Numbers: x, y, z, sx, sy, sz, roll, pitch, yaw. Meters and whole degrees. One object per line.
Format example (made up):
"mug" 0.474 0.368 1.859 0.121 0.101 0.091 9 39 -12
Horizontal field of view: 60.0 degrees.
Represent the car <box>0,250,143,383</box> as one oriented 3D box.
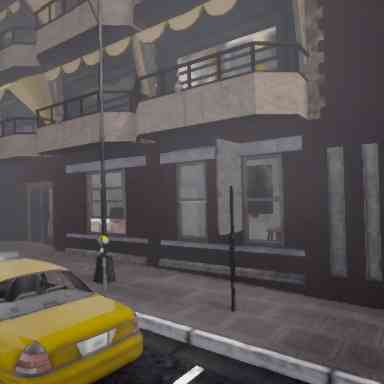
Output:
"car" -2.862 1.527 4.788 4.829 1.417 1.752 0 -2 36
